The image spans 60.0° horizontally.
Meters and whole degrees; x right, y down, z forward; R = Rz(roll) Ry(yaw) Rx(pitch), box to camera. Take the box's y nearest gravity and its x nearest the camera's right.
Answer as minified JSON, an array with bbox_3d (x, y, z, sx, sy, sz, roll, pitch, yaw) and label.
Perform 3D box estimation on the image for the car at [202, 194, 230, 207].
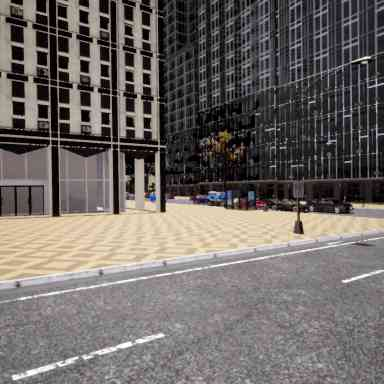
[{"bbox_3d":[3.765,1.319,44.292,1.947,1.339,4.313,0,1,-35],"label":"car"}]

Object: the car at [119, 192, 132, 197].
[{"bbox_3d":[-18.344,0.688,91.180,2.008,1.369,4.403,0,1,-35],"label":"car"}]

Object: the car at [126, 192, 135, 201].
[{"bbox_3d":[-12.330,1.039,67.710,2.008,1.369,4.403,0,1,-35],"label":"car"}]

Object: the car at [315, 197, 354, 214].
[{"bbox_3d":[14.020,1.345,34.070,1.837,1.490,4.892,-1,1,-35],"label":"car"}]

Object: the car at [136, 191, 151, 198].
[{"bbox_3d":[-11.888,0.685,81.823,1.967,1.590,4.097,0,1,-35],"label":"car"}]

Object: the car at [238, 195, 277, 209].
[{"bbox_3d":[8.278,1.253,42.392,1.837,1.490,4.892,-1,1,-35],"label":"car"}]

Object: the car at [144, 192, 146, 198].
[{"bbox_3d":[-8.660,0.614,77.143,2.192,1.841,5.009,0,1,-35],"label":"car"}]

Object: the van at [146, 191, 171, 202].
[{"bbox_3d":[-5.874,0.937,58.352,1.690,1.788,3.998,0,1,-35],"label":"van"}]

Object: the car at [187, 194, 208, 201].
[{"bbox_3d":[1.024,1.043,63.112,1.802,1.307,4.206,0,1,-35],"label":"car"}]

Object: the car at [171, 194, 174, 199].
[{"bbox_3d":[-5.432,0.935,72.469,1.802,1.307,4.206,0,1,-35],"label":"car"}]

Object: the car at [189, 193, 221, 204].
[{"bbox_3d":[2.087,1.249,51.385,1.895,1.301,4.718,-1,1,-34],"label":"car"}]

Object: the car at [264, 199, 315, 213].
[{"bbox_3d":[10.159,1.424,34.891,1.947,1.339,4.313,-1,1,-35],"label":"car"}]

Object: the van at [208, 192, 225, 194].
[{"bbox_3d":[4.251,0.855,58.431,1.690,1.788,3.998,0,1,-35],"label":"van"}]

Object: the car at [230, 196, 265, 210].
[{"bbox_3d":[6.945,1.388,39.581,1.802,1.307,4.206,0,1,-35],"label":"car"}]
